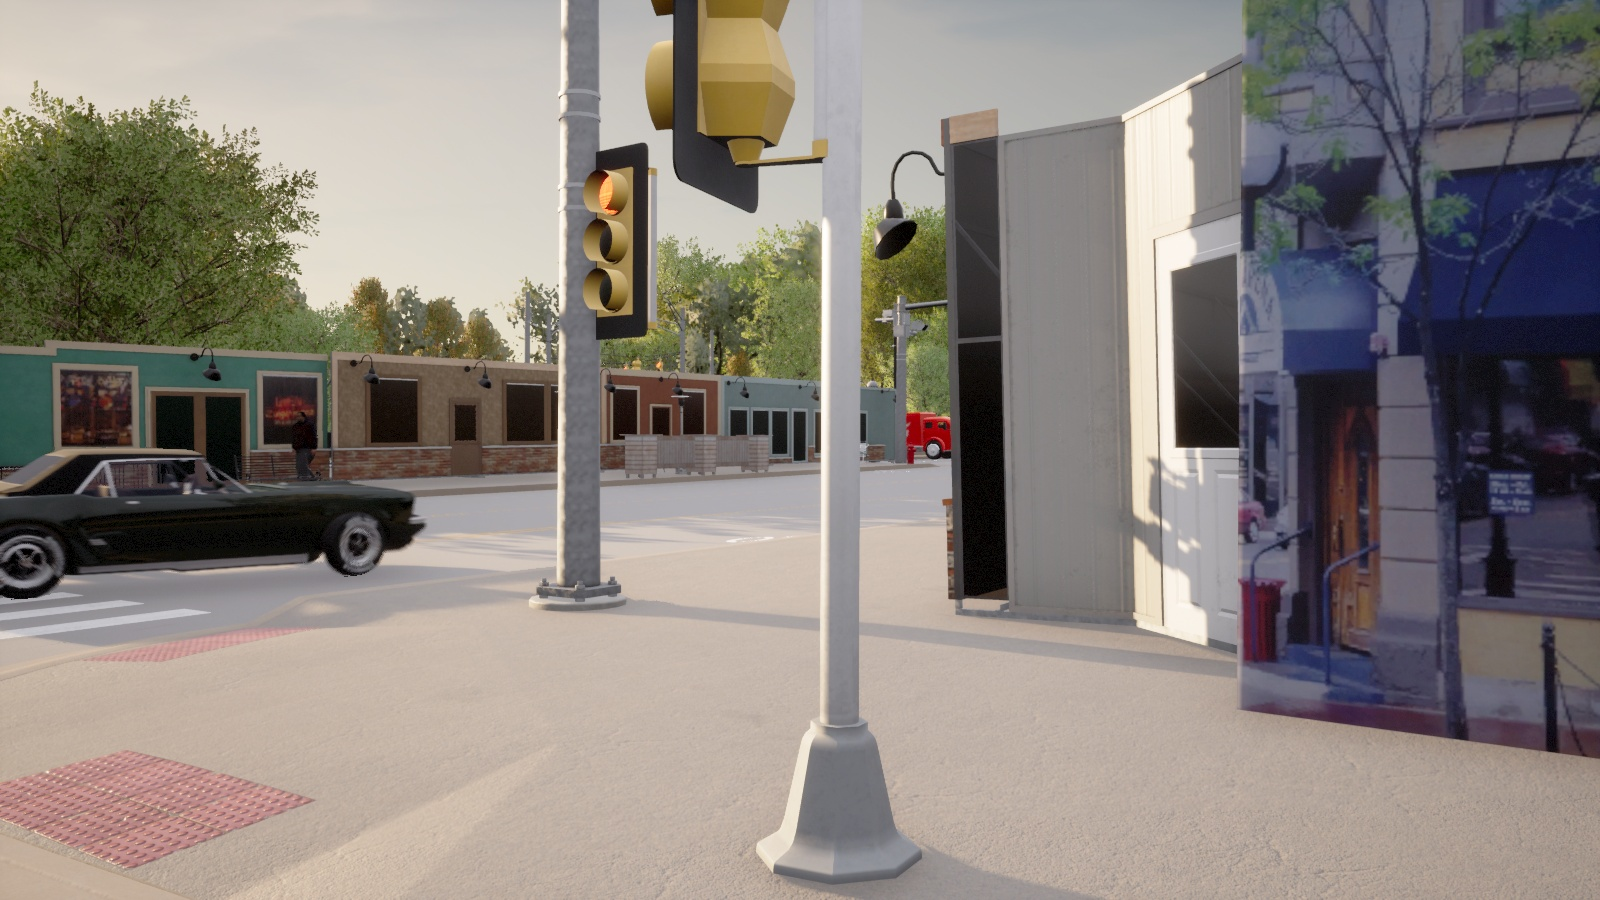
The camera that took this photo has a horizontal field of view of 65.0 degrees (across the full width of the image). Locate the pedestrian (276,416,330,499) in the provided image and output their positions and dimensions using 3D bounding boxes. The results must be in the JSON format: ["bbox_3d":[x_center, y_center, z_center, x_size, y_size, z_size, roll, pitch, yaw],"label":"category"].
[{"bbox_3d":[-11.183,0.158,28.290,0.634,1.844,0.899,0,1,32],"label":"pedestrian"}]

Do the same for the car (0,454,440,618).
[{"bbox_3d":[-6.206,0.747,12.405,4.718,1.301,1.895,-2,1,-40],"label":"car"}]

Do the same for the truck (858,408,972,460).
[{"bbox_3d":[6.028,-0.823,65.672,5.204,2.467,2.627,-3,0,29],"label":"truck"}]
